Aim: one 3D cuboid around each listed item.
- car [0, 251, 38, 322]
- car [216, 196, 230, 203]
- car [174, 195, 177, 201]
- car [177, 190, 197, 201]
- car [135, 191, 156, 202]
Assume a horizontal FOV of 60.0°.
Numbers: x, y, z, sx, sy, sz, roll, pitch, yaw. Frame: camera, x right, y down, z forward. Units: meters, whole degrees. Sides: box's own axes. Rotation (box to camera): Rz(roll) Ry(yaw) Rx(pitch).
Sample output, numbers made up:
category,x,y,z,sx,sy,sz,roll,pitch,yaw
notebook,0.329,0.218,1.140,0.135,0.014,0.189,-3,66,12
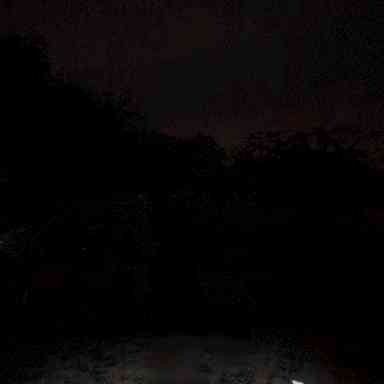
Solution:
category,x,y,z,sx,sy,sz,roll,pitch,yaw
car,-3.678,1.545,4.452,1.895,1.301,4.718,0,2,-10
car,6.980,1.726,75.053,1.837,1.490,4.892,-3,-4,30
car,-1.544,0.901,57.273,1.994,1.385,4.181,-2,-3,19
car,-0.434,0.434,49.201,1.970,1.475,3.806,-1,-2,13
car,-6.770,0.627,48.873,2.128,1.511,4.902,-1,-2,12
